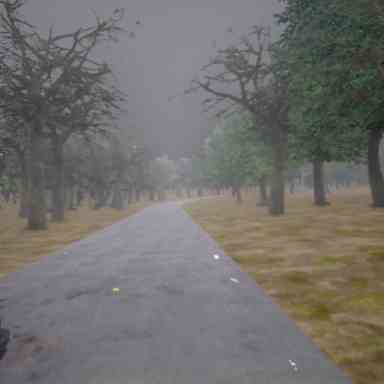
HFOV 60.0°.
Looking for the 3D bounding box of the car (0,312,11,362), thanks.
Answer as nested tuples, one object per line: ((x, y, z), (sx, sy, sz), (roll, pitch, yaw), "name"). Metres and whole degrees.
((-3.014, 1.621, 1.689), (2.033, 1.411, 5.357), (-1, -1, -3), "car")
